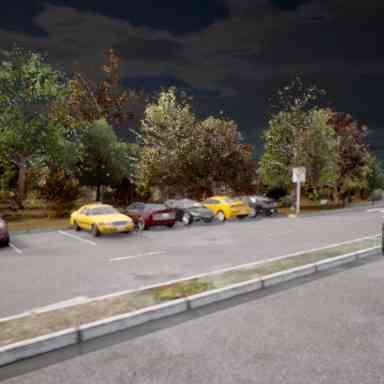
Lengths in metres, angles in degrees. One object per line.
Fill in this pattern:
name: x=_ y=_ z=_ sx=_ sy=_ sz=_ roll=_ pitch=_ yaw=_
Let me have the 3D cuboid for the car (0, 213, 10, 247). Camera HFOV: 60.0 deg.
car: x=-9.414 y=1.389 z=14.492 sx=2.185 sy=1.767 sz=4.553 roll=-2 pitch=1 yaw=-36

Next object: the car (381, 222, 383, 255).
car: x=7.073 y=0.861 z=8.593 sx=5.566 sy=2.045 sz=2.150 roll=-3 pitch=2 yaw=-36

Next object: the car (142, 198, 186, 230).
car: x=-2.752 y=1.284 z=19.383 sx=2.163 sy=1.488 sz=4.792 roll=-2 pitch=1 yaw=-36

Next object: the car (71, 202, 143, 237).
car: x=-4.863 y=1.340 z=17.592 sx=1.946 sy=1.575 sz=5.366 roll=-2 pitch=1 yaw=-36

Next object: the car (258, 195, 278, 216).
car: x=3.957 y=0.966 z=24.189 sx=2.231 sy=1.521 sz=4.892 roll=-3 pitch=1 yaw=-36

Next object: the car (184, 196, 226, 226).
car: x=-0.512 y=1.160 z=20.974 sx=2.231 sy=1.521 sz=4.892 roll=-2 pitch=1 yaw=-36

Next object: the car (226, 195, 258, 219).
car: x=1.725 y=1.063 z=22.577 sx=2.097 sy=1.535 sz=5.008 roll=-2 pitch=1 yaw=-36
